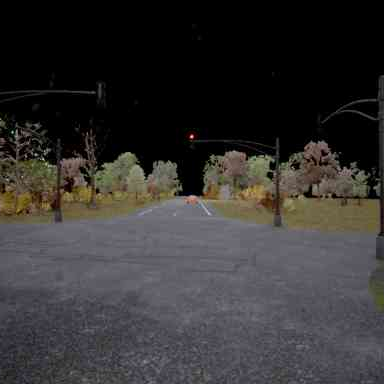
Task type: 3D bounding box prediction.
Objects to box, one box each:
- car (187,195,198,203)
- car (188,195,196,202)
[{"bbox_3d":[0.061,1.424,68.025,2.097,1.767,4.553,0,0,0],"label":"car"},{"bbox_3d":[0.070,1.449,78.060,1.812,1.442,4.674,0,0,0],"label":"car"}]
